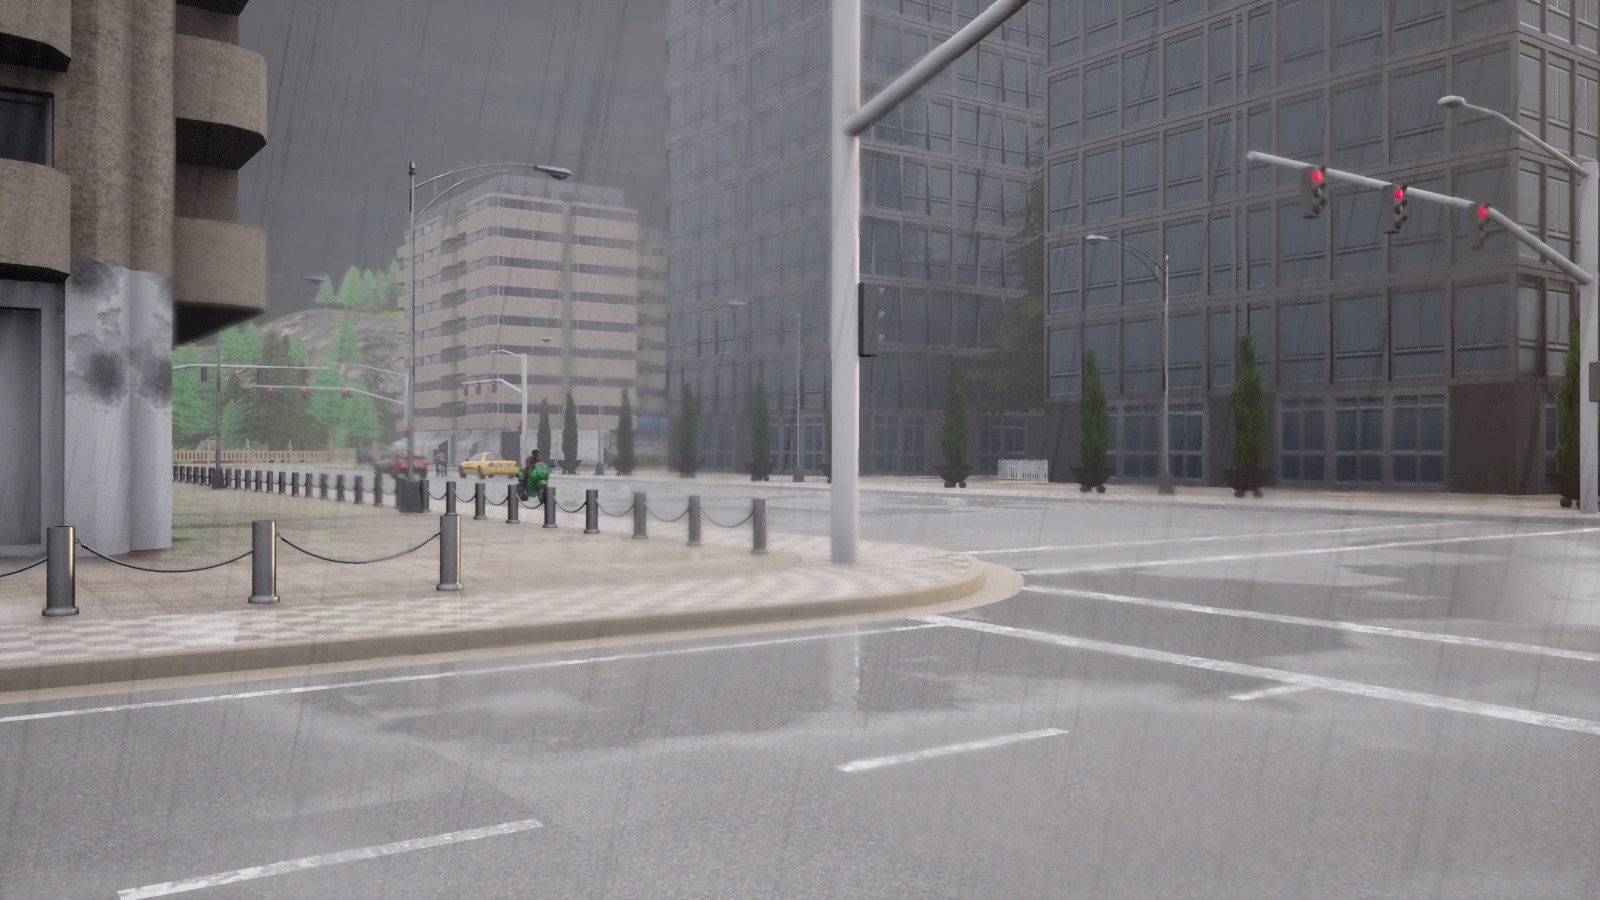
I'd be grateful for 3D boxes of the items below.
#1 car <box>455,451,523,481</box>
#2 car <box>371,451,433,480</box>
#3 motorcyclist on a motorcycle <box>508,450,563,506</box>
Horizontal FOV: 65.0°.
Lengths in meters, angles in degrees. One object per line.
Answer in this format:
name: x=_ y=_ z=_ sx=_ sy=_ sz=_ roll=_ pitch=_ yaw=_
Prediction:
car: x=-16.771 y=0.832 z=67.532 sx=1.801 sy=1.575 sz=5.366 roll=0 pitch=0 yaw=-34
car: x=-21.780 y=0.850 z=68.660 sx=2.007 sy=1.525 sz=4.514 roll=0 pitch=0 yaw=-34
motorcyclist on a motorcycle: x=-7.436 y=0.773 z=35.242 sx=0.797 sy=1.523 sz=2.044 roll=0 pitch=0 yaw=-34
